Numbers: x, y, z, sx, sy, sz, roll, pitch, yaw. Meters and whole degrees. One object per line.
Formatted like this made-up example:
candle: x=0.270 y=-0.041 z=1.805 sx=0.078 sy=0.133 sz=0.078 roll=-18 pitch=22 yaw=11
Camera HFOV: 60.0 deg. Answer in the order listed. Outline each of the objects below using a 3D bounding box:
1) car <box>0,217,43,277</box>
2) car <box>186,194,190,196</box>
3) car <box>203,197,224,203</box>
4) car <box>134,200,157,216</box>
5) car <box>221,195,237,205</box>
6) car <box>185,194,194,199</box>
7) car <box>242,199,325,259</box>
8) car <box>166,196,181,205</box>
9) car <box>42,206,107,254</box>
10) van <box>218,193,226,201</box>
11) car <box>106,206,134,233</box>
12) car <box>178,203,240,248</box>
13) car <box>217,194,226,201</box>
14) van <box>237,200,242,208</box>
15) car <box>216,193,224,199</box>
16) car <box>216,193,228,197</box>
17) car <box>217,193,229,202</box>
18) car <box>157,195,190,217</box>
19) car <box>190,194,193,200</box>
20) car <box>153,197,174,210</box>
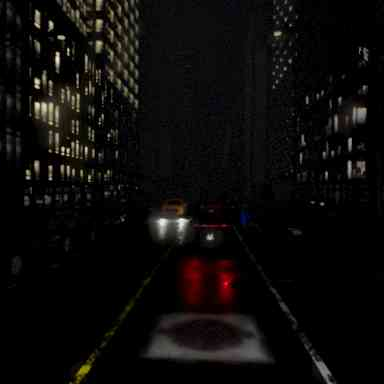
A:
car: x=-5.369 y=1.469 z=7.214 sx=1.887 sy=1.381 sz=4.507 roll=0 pitch=0 yaw=3
car: x=-1.933 y=1.261 z=69.469 sx=1.752 sy=1.417 sz=4.829 roll=0 pitch=0 yaw=3
car: x=1.698 y=1.434 z=30.474 sx=1.812 sy=1.442 sz=4.674 roll=1 pitch=0 yaw=3
car: x=-4.117 y=1.407 z=29.914 sx=2.008 sy=1.369 sz=4.403 roll=0 pitch=0 yaw=3
car: x=4.878 y=1.453 z=40.802 sx=2.008 sy=1.369 sz=4.403 roll=0 pitch=0 yaw=3
car: x=-0.671 y=1.214 z=92.339 sx=2.008 sy=1.369 sz=4.403 roll=0 pitch=0 yaw=3
car: x=3.311 y=1.302 z=12.426 sx=2.192 sy=1.841 sz=5.009 roll=0 pitch=0 yaw=3
car: x=-2.864 y=1.369 z=52.613 sx=1.802 sy=1.307 sz=4.206 roll=0 pitch=0 yaw=3
car: x=-5.057 y=1.458 z=12.889 sx=2.008 sy=1.369 sz=4.403 roll=0 pitch=0 yaw=3
van: x=6.757 y=1.138 z=74.851 sx=1.690 sy=1.788 sz=3.998 roll=0 pitch=0 yaw=3
car: x=-4.743 y=1.472 z=18.564 sx=1.802 sy=1.307 sz=4.206 roll=0 pitch=0 yaw=3
car: x=0.815 y=1.448 z=14.544 sx=2.128 sy=1.511 sz=4.902 roll=1 pitch=0 yaw=4
car: x=7.070 y=1.219 z=80.527 sx=1.967 sy=1.590 sz=4.097 roll=0 pitch=0 yaw=3
van: x=3.624 y=1.311 z=18.101 sx=1.690 sy=1.788 sz=3.998 roll=0 pitch=0 yaw=3
car: x=7.696 y=1.183 z=91.877 sx=1.967 sy=1.590 sz=4.097 roll=0 pitch=0 yaw=3
car: x=6.130 y=1.147 z=63.501 sx=2.192 sy=1.841 sz=5.009 roll=0 pitch=0 yaw=3
car: x=6.444 y=1.130 z=69.177 sx=2.192 sy=1.841 sz=5.009 roll=0 pitch=0 yaw=3
car: x=-1.515 y=1.360 z=29.476 sx=1.882 sy=1.535 sz=5.008 roll=1 pitch=0 yaw=3
car: x=-1.298 y=1.265 z=80.989 sx=1.947 sy=1.339 sz=4.313 roll=0 pitch=0 yaw=3
car: x=-3.490 y=1.373 z=41.263 sx=2.008 sy=1.369 sz=4.403 roll=0 pitch=0 yaw=3
